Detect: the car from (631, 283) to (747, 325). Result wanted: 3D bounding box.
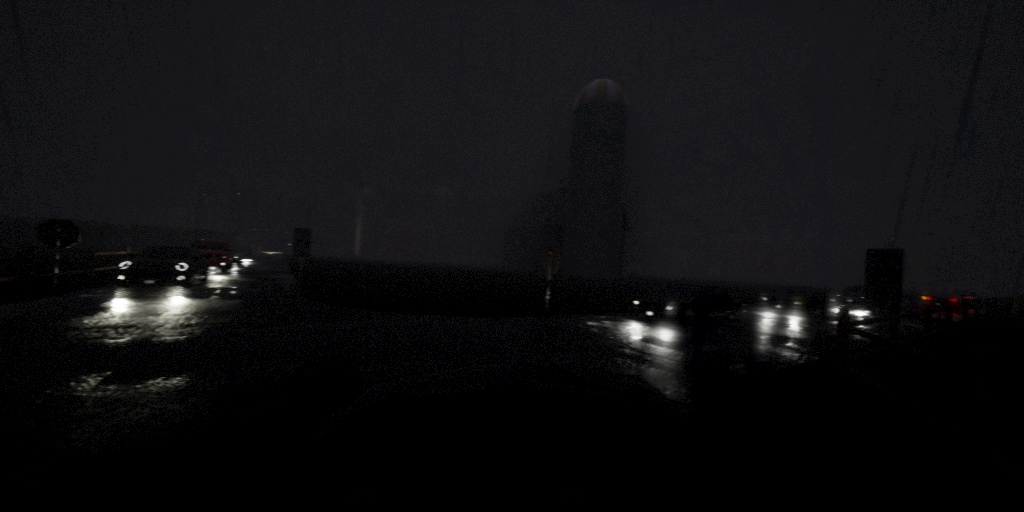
[{"bbox_3d":[7.125,1.785,14.122,5.357,1.411,2.033,4,0,-33],"label":"car"}]

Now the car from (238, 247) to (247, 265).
[{"bbox_3d":[-25.378,-0.004,32.133,1.812,1.442,4.674,4,0,-33],"label":"car"}]

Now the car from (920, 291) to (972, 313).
[{"bbox_3d":[33.315,3.473,27.603,4.674,1.442,1.812,4,0,-32],"label":"car"}]

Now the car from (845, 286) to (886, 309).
[{"bbox_3d":[25.081,2.902,25.713,4.902,1.511,2.128,4,0,-33],"label":"car"}]

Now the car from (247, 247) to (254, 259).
[{"bbox_3d":[-33.897,-0.409,45.428,2.128,1.511,4.902,4,-1,-33],"label":"car"}]

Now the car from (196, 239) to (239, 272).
[{"bbox_3d":[-20.048,-0.066,23.884,2.150,2.045,5.566,4,-1,-33],"label":"car"}]

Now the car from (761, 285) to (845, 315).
[{"bbox_3d":[15.955,2.361,19.827,5.357,1.411,2.033,4,0,-33],"label":"car"}]

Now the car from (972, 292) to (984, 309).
[{"bbox_3d":[41.716,3.991,33.086,4.902,1.511,2.128,4,0,-33],"label":"car"}]

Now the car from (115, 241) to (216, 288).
[{"bbox_3d":[-14.474,0.323,15.147,2.097,1.767,4.553,4,-1,-31],"label":"car"}]
